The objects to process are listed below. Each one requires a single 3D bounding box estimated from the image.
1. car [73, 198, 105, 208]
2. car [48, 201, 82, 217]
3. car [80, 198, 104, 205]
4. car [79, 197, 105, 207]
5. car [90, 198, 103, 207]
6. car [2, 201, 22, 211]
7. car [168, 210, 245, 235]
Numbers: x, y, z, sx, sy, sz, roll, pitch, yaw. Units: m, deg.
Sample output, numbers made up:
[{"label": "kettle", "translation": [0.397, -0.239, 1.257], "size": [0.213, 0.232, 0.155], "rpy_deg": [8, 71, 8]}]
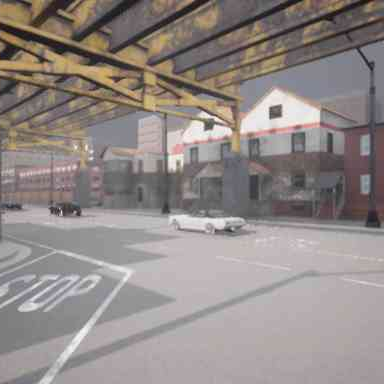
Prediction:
[{"label": "car", "translation": [-16.829, 1.743, 54.671], "size": [4.974, 1.542, 2.038], "rpy_deg": [0, 0, -15]}, {"label": "car", "translation": [-12.797, 1.682, 33.332], "size": [1.837, 1.490, 4.892], "rpy_deg": [0, 0, -45]}, {"label": "car", "translation": [-17.493, 1.605, 58.391], "size": [1.853, 1.218, 4.536], "rpy_deg": [0, 0, 15]}, {"label": "car", "translation": [-17.506, 1.762, 58.340], "size": [2.038, 1.542, 4.974], "rpy_deg": [0, 0, 15]}, {"label": "car", "translation": [-16.779, 1.585, 54.685], "size": [4.536, 1.218, 1.853], "rpy_deg": [0, 0, -15]}, {"label": "car", "translation": [-25.115, 1.845, 45.797], "size": [1.895, 1.301, 4.718], "rpy_deg": [0, 0, -45]}, {"label": "car", "translation": [0.698, 1.705, 19.675], "size": [1.895, 1.301, 4.718], "rpy_deg": [0, 0, -45]}]
